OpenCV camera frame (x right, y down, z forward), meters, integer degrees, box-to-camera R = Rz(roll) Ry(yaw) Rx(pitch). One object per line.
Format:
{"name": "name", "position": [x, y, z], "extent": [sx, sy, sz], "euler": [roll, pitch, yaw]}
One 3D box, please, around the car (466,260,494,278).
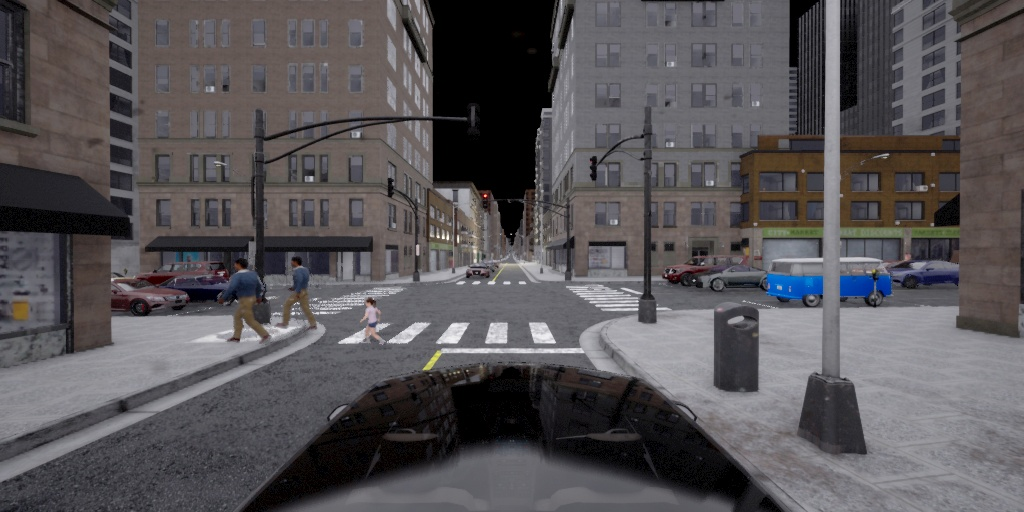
{"name": "car", "position": [-3.096, 1.319, 33.643], "extent": [1.994, 1.385, 4.181], "euler": [0, 0, 1]}

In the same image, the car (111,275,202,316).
{"name": "car", "position": [-14.822, 1.527, 13.697], "extent": [4.207, 1.307, 1.802], "euler": [0, 0, 0]}

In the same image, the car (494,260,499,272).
{"name": "car", "position": [-3.105, 1.258, 44.711], "extent": [2.128, 1.511, 4.902], "euler": [0, 0, 0]}

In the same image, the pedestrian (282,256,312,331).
{"name": "pedestrian", "position": [-5.179, 0.885, 8.643], "extent": [0.375, 1.860, 0.375], "euler": [0, 0, 0]}

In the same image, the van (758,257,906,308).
{"name": "van", "position": [12.114, 0.957, 13.772], "extent": [3.998, 1.789, 1.690], "euler": [0, 0, 0]}

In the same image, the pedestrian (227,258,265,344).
{"name": "pedestrian", "position": [-5.518, 0.890, 7.442], "extent": [0.375, 1.860, 0.375], "euler": [0, 0, 0]}

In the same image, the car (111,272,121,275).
{"name": "car", "position": [-26.026, 1.551, 22.191], "extent": [4.829, 1.417, 1.751], "euler": [0, 0, 0]}

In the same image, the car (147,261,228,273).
{"name": "car", "position": [-20.351, 1.270, 22.207], "extent": [5.009, 1.841, 2.192], "euler": [0, 0, 0]}

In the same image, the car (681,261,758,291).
{"name": "car", "position": [11.956, 1.142, 19.632], "extent": [4.181, 1.385, 1.994], "euler": [-1, 0, 0]}

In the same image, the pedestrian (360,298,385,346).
{"name": "pedestrian", "position": [-3.125, 1.423, 8.042], "extent": [0.500, 1.100, 0.500], "euler": [0, 0, 0]}

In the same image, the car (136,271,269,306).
{"name": "car", "position": [-13.959, 1.517, 16.362], "extent": [4.718, 1.301, 1.895], "euler": [-1, 0, 0]}

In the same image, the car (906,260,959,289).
{"name": "car", "position": [22.430, 0.975, 19.669], "extent": [4.674, 1.442, 1.812], "euler": [-1, 0, 0]}

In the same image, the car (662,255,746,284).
{"name": "car", "position": [12.090, 0.872, 22.298], "extent": [5.009, 1.841, 2.192], "euler": [0, 0, 0]}
